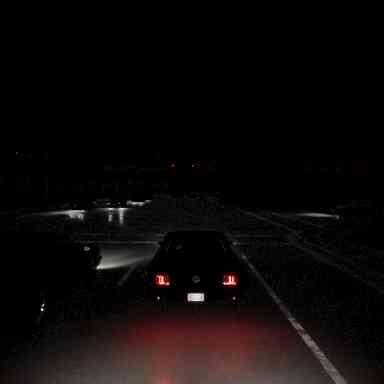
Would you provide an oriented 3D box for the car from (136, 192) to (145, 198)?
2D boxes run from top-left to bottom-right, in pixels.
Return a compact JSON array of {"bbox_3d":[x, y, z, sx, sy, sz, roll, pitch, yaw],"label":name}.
[{"bbox_3d":[-13.986,0.795,90.242,1.812,1.442,4.674,0,1,0],"label":"car"}]

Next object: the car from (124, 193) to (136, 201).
[{"bbox_3d":[-13.988,1.070,75.097,1.882,1.535,5.008,0,1,0],"label":"car"}]

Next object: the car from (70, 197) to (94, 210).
[{"bbox_3d":[-14.094,1.456,42.670,2.128,1.511,4.902,0,0,0],"label":"car"}]

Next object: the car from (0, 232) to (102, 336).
[{"bbox_3d":[-3.419,1.547,6.812,2.033,1.411,5.357,0,0,0],"label":"car"}]

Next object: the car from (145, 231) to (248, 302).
[{"bbox_3d":[0.084,1.601,8.193,1.895,1.301,4.718,0,0,0],"label":"car"}]

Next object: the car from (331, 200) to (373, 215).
[{"bbox_3d":[16.161,1.526,32.830,4.674,1.442,1.812,0,0,-2],"label":"car"}]

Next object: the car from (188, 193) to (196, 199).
[{"bbox_3d":[0.013,0.915,85.341,2.128,1.511,4.902,0,1,0],"label":"car"}]

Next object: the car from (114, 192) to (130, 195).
[{"bbox_3d":[-14.034,0.991,63.879,2.150,2.045,5.566,0,0,1],"label":"car"}]

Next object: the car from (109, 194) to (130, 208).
[{"bbox_3d":[-10.449,1.444,47.006,1.837,1.490,4.892,0,0,-3],"label":"car"}]

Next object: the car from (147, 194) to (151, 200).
[{"bbox_3d":[-10.488,1.115,76.081,2.033,1.411,5.357,0,1,0],"label":"car"}]

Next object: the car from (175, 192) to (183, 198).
[{"bbox_3d":[-3.486,0.673,88.834,2.097,1.767,4.553,0,1,0],"label":"car"}]

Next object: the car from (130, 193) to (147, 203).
[{"bbox_3d":[-10.529,1.318,65.010,1.994,1.385,4.181,0,1,1],"label":"car"}]
